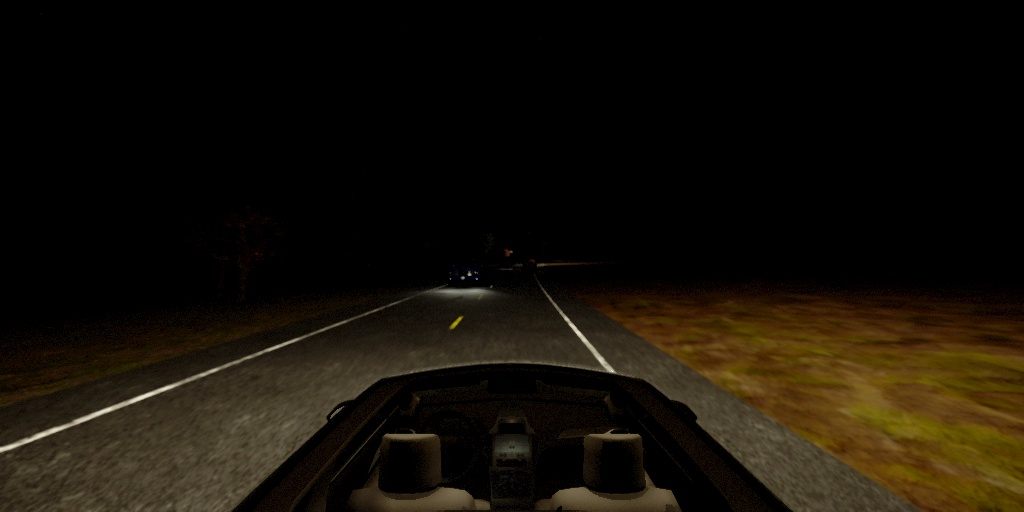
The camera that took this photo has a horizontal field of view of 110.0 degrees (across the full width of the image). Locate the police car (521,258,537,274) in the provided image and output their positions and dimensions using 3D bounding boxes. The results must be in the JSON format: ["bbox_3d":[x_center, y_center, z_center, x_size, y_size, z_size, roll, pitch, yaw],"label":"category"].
[{"bbox_3d":[2.182,1.481,46.189,1.930,1.638,5.238,0,0,3],"label":"police car"}]

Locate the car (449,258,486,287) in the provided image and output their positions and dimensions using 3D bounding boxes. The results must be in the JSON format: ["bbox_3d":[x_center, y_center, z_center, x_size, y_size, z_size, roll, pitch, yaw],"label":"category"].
[{"bbox_3d":[-3.233,1.140,26.987,2.150,2.045,5.566,0,0,2],"label":"car"}]
